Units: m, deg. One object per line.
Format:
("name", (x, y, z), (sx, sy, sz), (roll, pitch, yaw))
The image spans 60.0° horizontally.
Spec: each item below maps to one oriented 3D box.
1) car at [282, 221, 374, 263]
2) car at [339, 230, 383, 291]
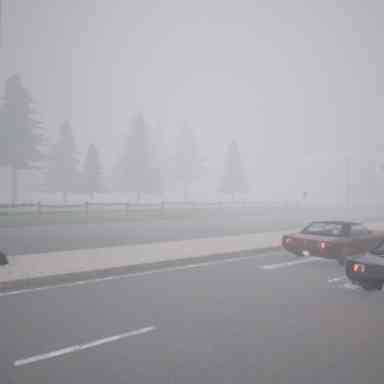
("car", (5.492, 1.713, 12.140), (4.718, 1.301, 1.895), (1, 0, -37))
("car", (5.764, 1.690, 7.985), (4.718, 1.301, 1.895), (1, 0, -36))
